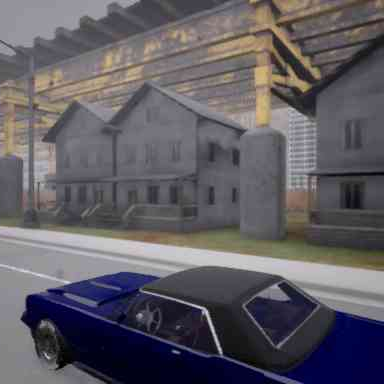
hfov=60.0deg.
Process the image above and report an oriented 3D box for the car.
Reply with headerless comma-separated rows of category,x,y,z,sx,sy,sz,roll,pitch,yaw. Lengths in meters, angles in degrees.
car,-0.038,1.601,3.991,4.718,1.301,1.895,0,0,36
